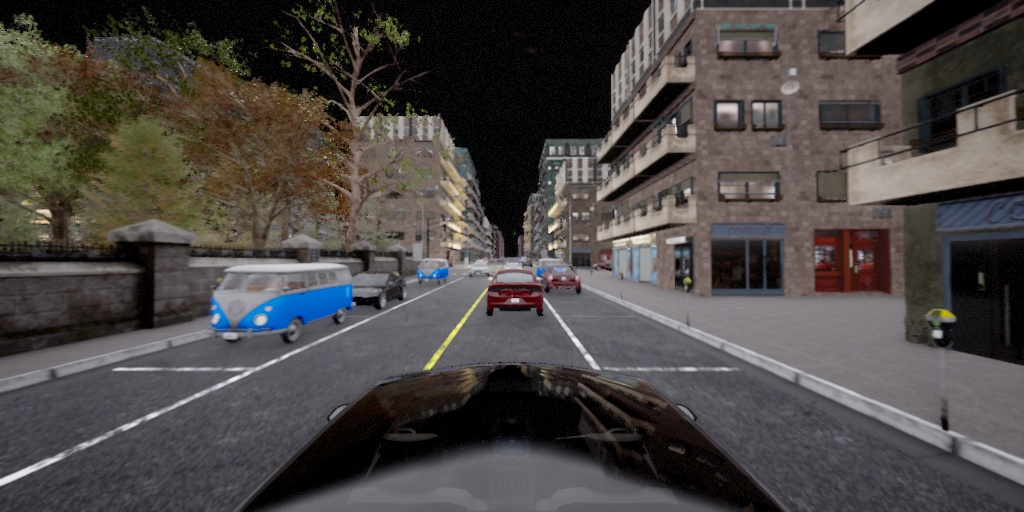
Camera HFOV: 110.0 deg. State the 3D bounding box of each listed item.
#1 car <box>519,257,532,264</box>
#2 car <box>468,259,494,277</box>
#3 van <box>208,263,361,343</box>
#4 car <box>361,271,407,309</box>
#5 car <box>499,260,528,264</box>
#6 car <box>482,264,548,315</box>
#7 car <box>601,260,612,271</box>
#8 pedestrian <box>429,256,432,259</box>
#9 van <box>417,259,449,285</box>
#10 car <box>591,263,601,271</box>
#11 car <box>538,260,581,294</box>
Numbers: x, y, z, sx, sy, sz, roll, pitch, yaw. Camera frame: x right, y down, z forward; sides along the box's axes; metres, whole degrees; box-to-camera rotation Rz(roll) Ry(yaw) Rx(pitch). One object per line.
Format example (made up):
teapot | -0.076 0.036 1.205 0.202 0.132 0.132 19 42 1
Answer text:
car | 2.686 1.295 63.859 1.948 1.339 4.313 0 0 0
car | -3.027 1.263 34.703 1.812 1.442 4.674 0 0 0
van | -5.698 1.088 9.342 1.690 1.789 3.998 0 0 0
car | -5.674 1.311 14.865 1.948 1.339 4.313 0 0 0
car | 0.098 1.265 29.305 1.812 1.442 4.674 0 0 0
car | 0.099 1.223 13.544 1.882 1.535 5.008 0 0 0
car | 13.530 1.311 43.648 4.313 1.339 1.948 0 0 1
pedestrian | -12.544 0.938 55.299 0.375 1.860 0.375 0 -1 1
van | -5.658 1.082 25.913 1.690 1.789 3.998 0 0 0
car | 13.633 1.331 52.026 4.097 1.591 1.967 0 0 1
car | 2.659 1.183 20.389 1.967 1.591 4.097 0 0 0
